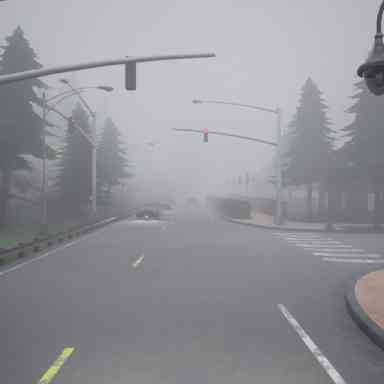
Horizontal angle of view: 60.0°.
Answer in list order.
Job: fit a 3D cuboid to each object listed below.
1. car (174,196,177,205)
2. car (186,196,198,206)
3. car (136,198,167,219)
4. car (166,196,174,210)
[{"bbox_3d":[-3.582,1.506,57.648,1.837,1.490,4.892,0,0,0],"label":"car"},{"bbox_3d":[-0.007,1.478,56.098,1.882,1.535,5.008,0,0,0],"label":"car"},{"bbox_3d":[-3.604,1.547,29.010,2.033,1.411,5.357,0,0,0],"label":"car"},{"bbox_3d":[-3.595,1.526,42.223,1.812,1.442,4.674,0,0,0],"label":"car"}]
